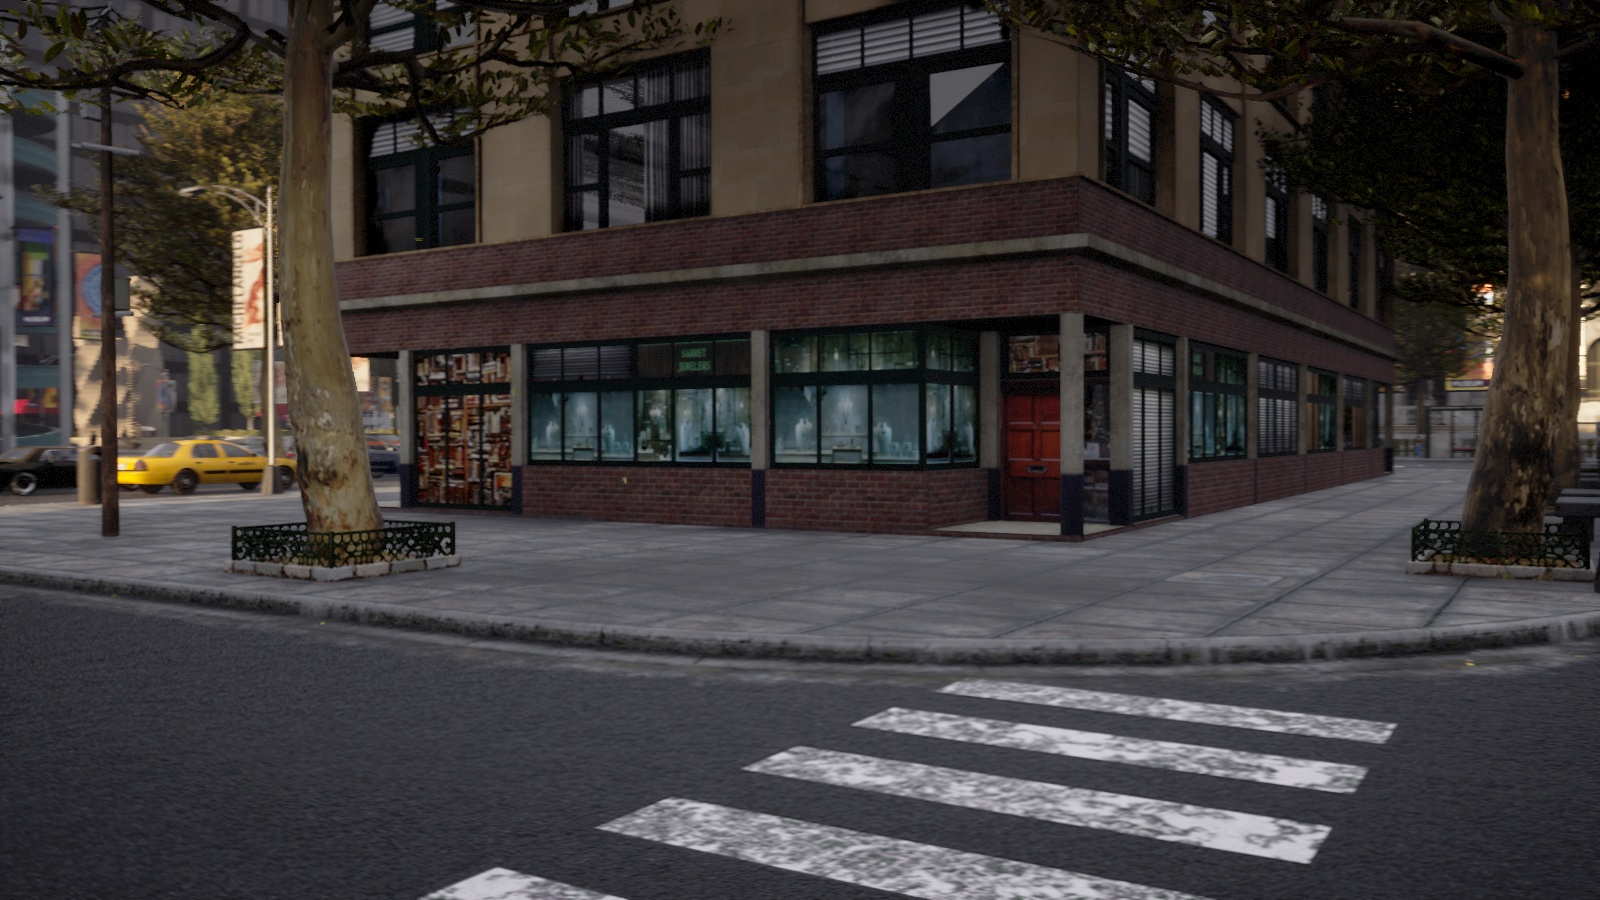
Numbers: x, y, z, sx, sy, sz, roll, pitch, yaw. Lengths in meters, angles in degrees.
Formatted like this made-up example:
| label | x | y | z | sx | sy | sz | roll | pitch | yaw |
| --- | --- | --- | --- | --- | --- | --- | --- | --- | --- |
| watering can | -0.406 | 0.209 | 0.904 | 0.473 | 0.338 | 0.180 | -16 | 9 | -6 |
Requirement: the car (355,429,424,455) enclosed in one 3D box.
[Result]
| label | x | y | z | sx | sy | sz | roll | pitch | yaw |
| --- | --- | --- | --- | --- | --- | --- | --- | --- | --- |
| car | -28.315 | -0.570 | 86.544 | 4.553 | 1.767 | 2.097 | 1 | 1 | 33 |

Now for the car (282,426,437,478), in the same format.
| label | x | y | z | sx | sy | sz | roll | pitch | yaw |
| --- | --- | --- | --- | --- | --- | --- | --- | --- | --- |
| car | -15.000 | 0.044 | 43.003 | 2.242 | 1.667 | 4.611 | 1 | 1 | 33 |

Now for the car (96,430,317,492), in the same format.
| label | x | y | z | sx | sy | sz | roll | pitch | yaw |
| --- | --- | --- | --- | --- | --- | --- | --- | --- | --- |
| car | -16.225 | 0.244 | 34.681 | 1.801 | 1.575 | 5.366 | 1 | 1 | 33 |

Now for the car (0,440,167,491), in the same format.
| label | x | y | z | sx | sy | sz | roll | pitch | yaw |
| --- | --- | --- | --- | --- | --- | --- | --- | --- | --- |
| car | -20.322 | 0.387 | 34.750 | 1.895 | 1.301 | 4.718 | 1 | 1 | 33 |
